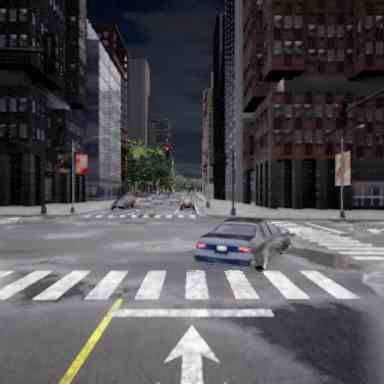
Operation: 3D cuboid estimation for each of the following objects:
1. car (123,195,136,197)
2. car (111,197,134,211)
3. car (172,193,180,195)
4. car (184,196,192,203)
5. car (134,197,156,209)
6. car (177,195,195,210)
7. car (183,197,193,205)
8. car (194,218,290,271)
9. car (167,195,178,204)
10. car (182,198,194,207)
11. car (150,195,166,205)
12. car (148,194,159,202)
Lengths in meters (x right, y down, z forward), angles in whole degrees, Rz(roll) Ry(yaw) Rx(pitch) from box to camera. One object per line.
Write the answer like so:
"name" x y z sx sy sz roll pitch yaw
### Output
"car" -9.158 1.387 48.053 2.192 1.841 5.009 0 0 0
"car" -9.124 1.620 42.626 1.947 1.339 4.313 0 0 0
"car" -3.586 1.669 79.252 1.812 1.442 4.674 0 0 0
"car" -0.802 1.694 75.395 1.752 1.417 4.829 0 0 0
"car" -6.462 1.663 45.083 1.895 1.301 4.718 0 0 0
"car" -0.599 1.494 42.677 1.967 1.590 4.097 0 0 0
"car" -0.734 1.673 64.376 1.887 1.381 4.507 0 0 0
"car" 1.901 1.578 11.107 2.033 1.411 5.357 0 -1 26
"car" -3.524 1.740 69.273 1.895 1.301 4.718 0 0 0
"car" -0.666 1.672 53.526 1.802 1.307 4.206 0 0 0
"car" -6.508 1.721 62.113 1.895 1.301 4.718 0 0 0
"car" -9.361 1.504 80.608 2.192 1.841 5.009 0 0 0
